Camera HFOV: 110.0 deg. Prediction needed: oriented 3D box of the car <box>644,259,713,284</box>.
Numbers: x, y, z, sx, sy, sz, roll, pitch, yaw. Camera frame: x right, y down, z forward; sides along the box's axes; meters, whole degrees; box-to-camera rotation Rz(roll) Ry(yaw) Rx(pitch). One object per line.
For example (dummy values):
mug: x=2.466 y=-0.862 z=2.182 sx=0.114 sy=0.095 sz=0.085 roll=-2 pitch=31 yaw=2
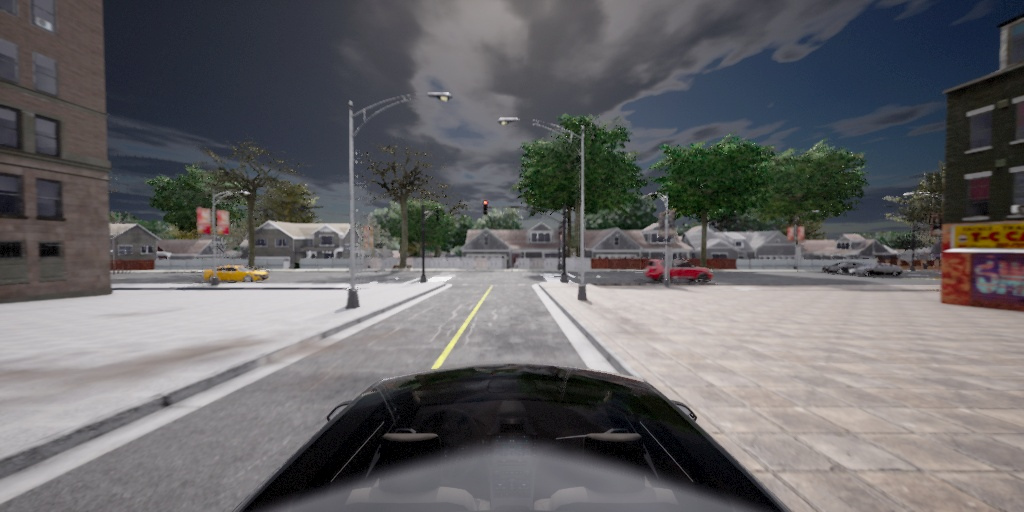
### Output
car: x=14.734 y=1.350 z=31.917 sx=5.566 sy=2.045 sz=2.150 roll=0 pitch=2 yaw=0

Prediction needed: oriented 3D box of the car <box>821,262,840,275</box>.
car: x=38.874 y=1.402 z=41.716 sx=4.892 sy=1.490 sz=1.837 roll=1 pitch=2 yaw=1

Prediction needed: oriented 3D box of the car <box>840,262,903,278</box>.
car: x=38.876 y=1.478 z=38.467 sx=4.902 sy=1.511 sz=2.128 roll=0 pitch=2 yaw=1

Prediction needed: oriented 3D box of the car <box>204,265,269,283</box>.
car: x=-24.415 y=1.589 z=31.900 sx=5.008 sy=1.535 sz=1.882 roll=1 pitch=2 yaw=0
